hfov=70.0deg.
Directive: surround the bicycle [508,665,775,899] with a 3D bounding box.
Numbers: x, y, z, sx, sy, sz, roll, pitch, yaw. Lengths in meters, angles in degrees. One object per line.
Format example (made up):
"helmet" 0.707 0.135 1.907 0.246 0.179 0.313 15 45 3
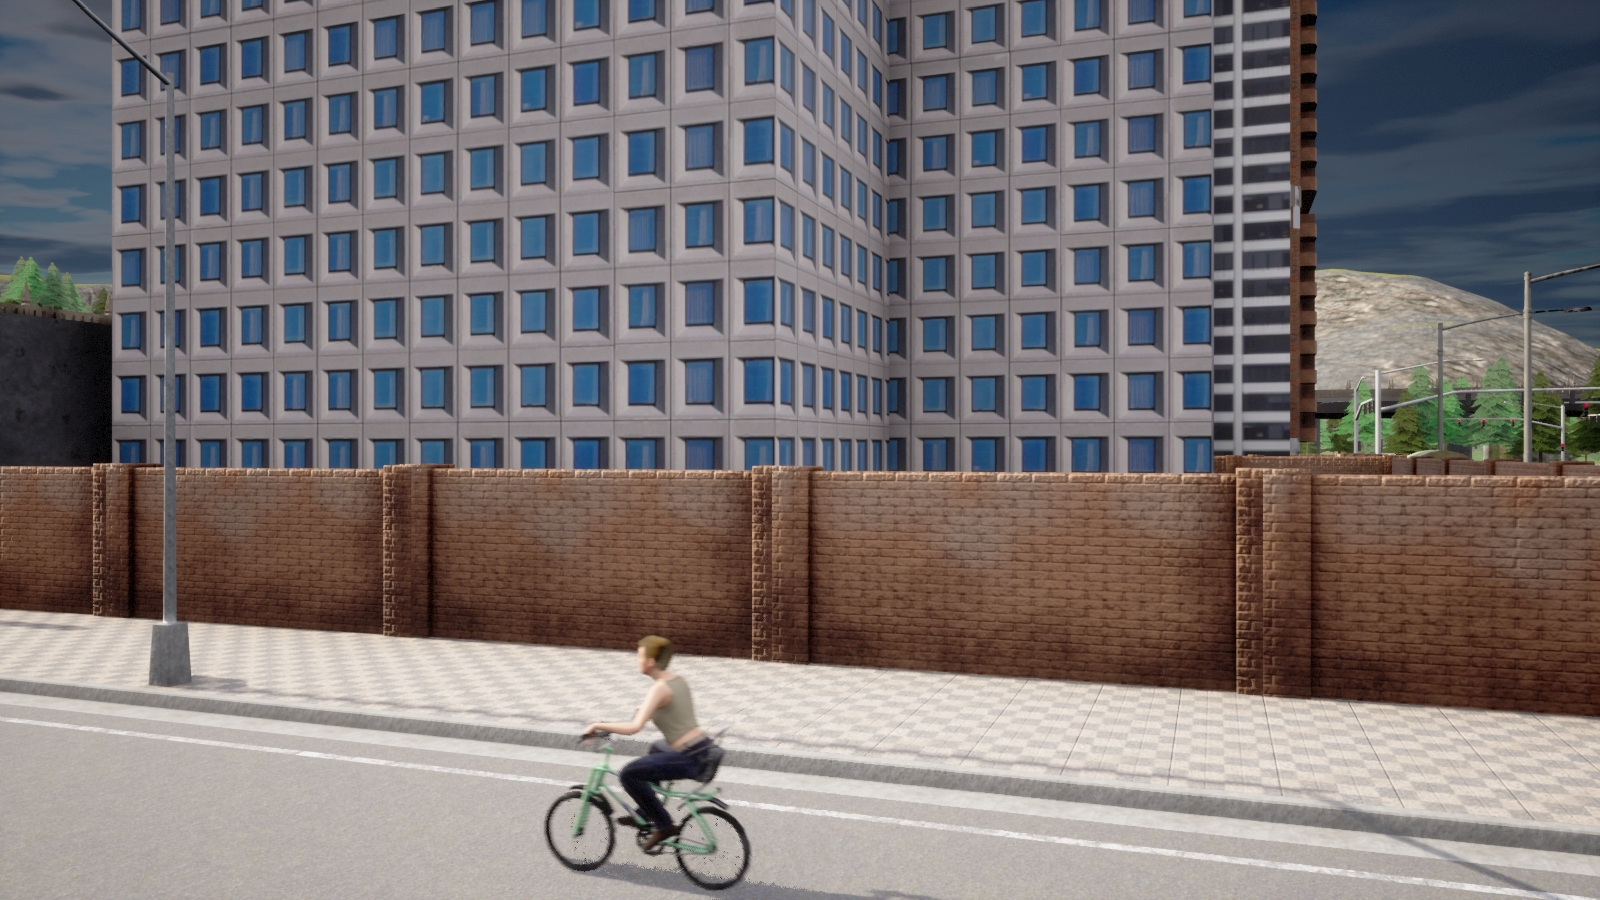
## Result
"bicycle" -1.008 2.158 7.405 1.487 1.276 0.859 0 0 20
